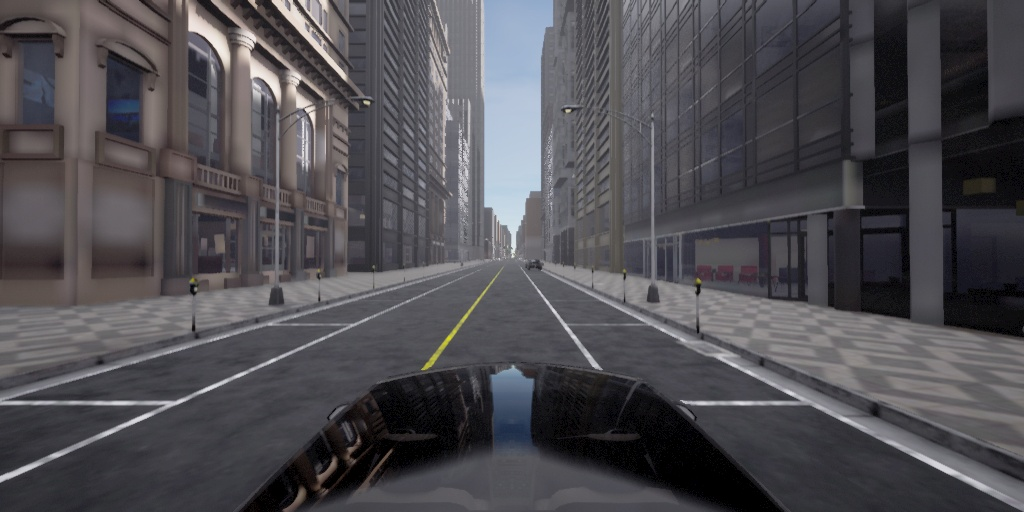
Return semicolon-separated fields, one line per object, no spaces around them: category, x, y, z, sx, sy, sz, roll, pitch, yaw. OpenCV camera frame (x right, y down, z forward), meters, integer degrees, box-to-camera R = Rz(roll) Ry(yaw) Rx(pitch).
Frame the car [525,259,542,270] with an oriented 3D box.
car;3.145;1.214;50.483;1.837;1.490;4.892;0;0;0
